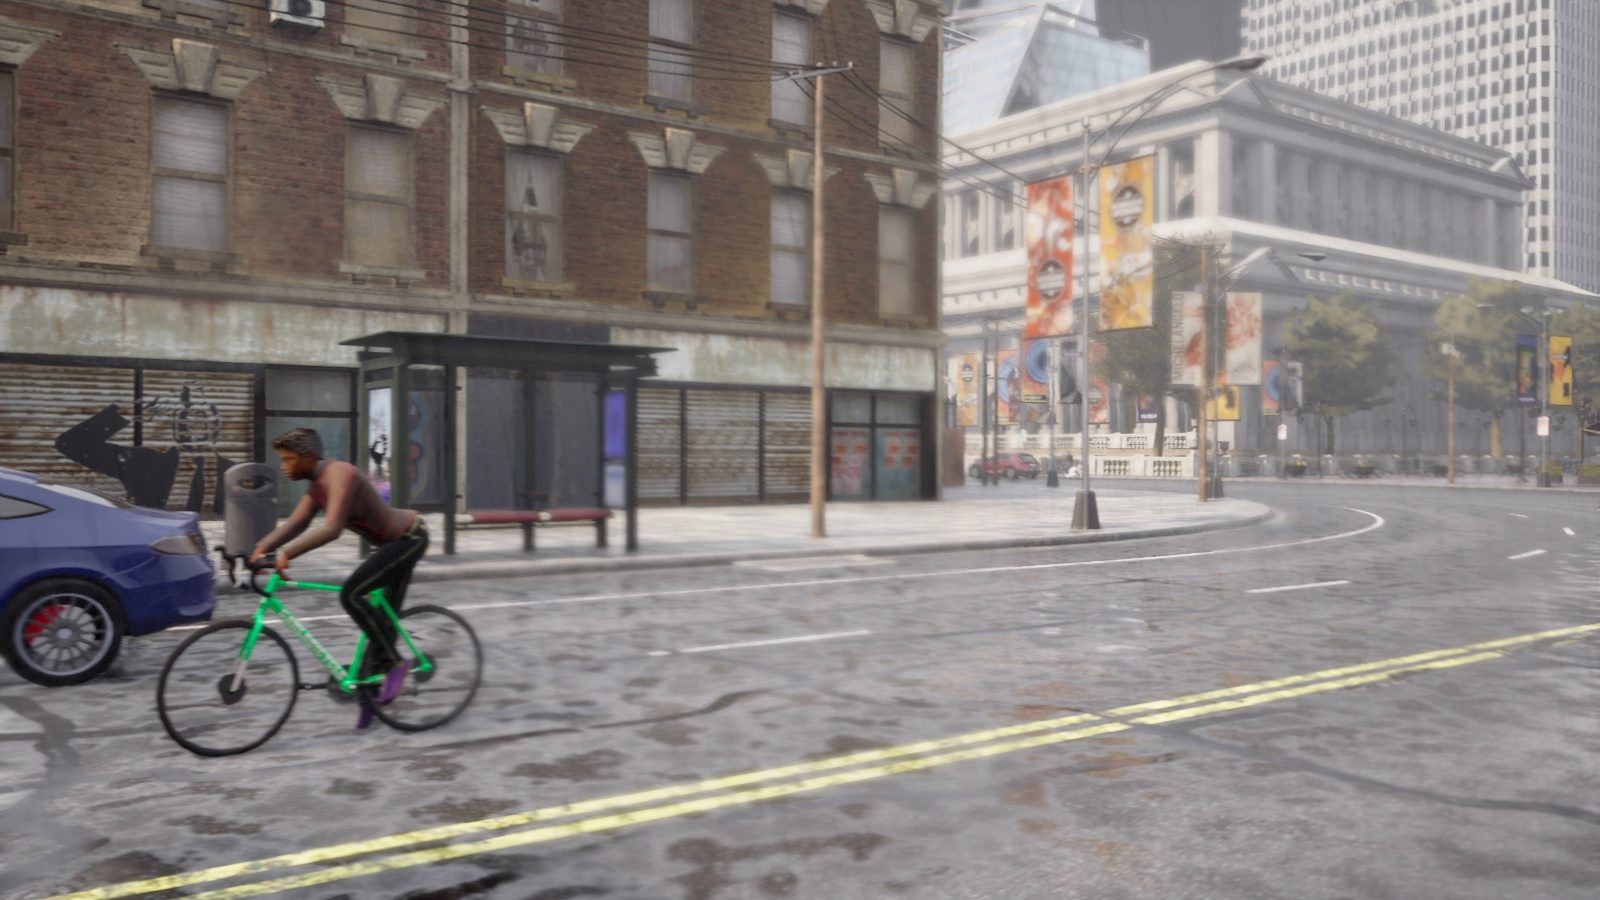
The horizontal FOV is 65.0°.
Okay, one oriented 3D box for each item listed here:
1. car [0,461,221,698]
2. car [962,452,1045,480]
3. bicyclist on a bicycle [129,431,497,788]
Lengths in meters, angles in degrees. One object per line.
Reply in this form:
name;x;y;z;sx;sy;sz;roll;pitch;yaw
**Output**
car;-6.306;0.801;7.754;4.674;1.442;1.812;0;0;-38
car;12.186;0.920;75.360;2.033;1.649;4.856;0;0;-38
bicyclist on a bicycle;-2.453;0.721;6.420;1.656;1.620;0.582;0;0;-36
